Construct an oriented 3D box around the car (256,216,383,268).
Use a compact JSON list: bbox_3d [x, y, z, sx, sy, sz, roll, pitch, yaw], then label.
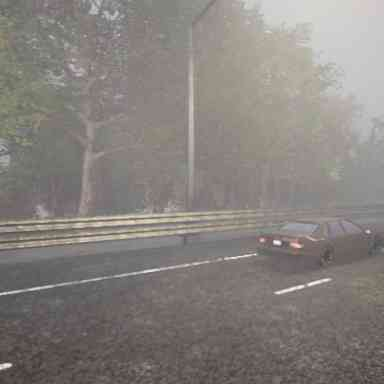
[{"bbox_3d":[4.563,1.552,11.359,5.357,1.411,2.033,0,0,-36],"label":"car"}]
